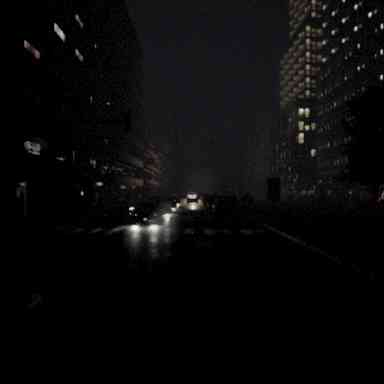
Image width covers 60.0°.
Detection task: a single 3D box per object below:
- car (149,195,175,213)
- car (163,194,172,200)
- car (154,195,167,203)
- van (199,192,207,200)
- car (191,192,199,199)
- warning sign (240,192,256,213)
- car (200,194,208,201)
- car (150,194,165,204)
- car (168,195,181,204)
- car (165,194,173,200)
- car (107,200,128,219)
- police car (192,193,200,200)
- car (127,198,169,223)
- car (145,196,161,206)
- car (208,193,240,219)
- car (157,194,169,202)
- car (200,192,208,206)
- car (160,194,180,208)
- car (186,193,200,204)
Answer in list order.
[{"bbox_3d":[-3.081,1.339,34.309,1.812,1.442,4.674,0,0,0],"label":"car"},{"bbox_3d":[-5.667,1.171,76.610,1.752,1.417,4.829,0,0,0],"label":"car"},{"bbox_3d":[-5.673,1.285,60.201,1.802,1.307,4.206,0,0,0],"label":"car"},{"bbox_3d":[2.715,0.996,82.302,1.690,1.788,3.998,0,0,0],"label":"van"},{"bbox_3d":[0.796,0.963,95.315,2.097,1.767,4.553,0,0,3],"label":"car"},{"bbox_3d":[5.085,0.974,30.292,1.300,1.860,1.060,0,0,0],"label":"warning sign"},{"bbox_3d":[2.714,1.198,76.947,1.752,1.417,4.829,0,0,0],"label":"car"},{"bbox_3d":[-5.675,1.164,54.673,1.967,1.590,4.097,0,0,0],"label":"car"},{"bbox_3d":[-2.999,1.290,56.601,1.994,1.385,4.181,0,0,0],"label":"car"},{"bbox_3d":[-5.665,1.171,82.306,1.887,1.381,4.507,0,0,0],"label":"car"},{"bbox_3d":[-5.683,1.388,27.041,2.008,1.369,4.403,0,0,0],"label":"car"},{"bbox_3d":[0.932,1.065,85.412,1.930,1.638,5.238,0,0,0],"label":"police car"},{"bbox_3d":[-3.091,1.404,24.711,2.033,1.411,5.357,0,0,0],"label":"car"},{"bbox_3d":[-5.676,1.290,49.146,1.887,1.381,4.507,0,0,0],"label":"car"},{"bbox_3d":[2.697,1.181,27.037,2.192,1.841,5.009,0,0,0],"label":"car"},{"bbox_3d":[-5.671,1.123,65.727,1.967,1.590,4.097,0,0,0],"label":"car"},{"bbox_3d":[2.704,1.088,49.143,2.192,1.841,5.009,0,0,0],"label":"car"},{"bbox_3d":[-3.064,1.337,44.281,1.994,1.385,4.181,0,0,0],"label":"car"},{"bbox_3d":[0.107,1.337,56.696,1.895,1.301,4.718,0,0,0],"label":"car"}]
